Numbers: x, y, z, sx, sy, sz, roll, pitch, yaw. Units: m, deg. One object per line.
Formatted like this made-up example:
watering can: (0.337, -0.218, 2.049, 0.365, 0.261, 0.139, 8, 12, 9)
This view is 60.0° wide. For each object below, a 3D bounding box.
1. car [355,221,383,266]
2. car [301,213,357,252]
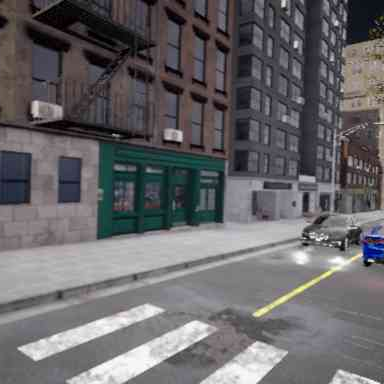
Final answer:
car: (7.586, 1.826, 12.032, 1.882, 1.535, 5.008, 3, 0, 38)
car: (6.741, 1.805, 15.763, 1.837, 1.490, 4.892, 3, 0, 38)
